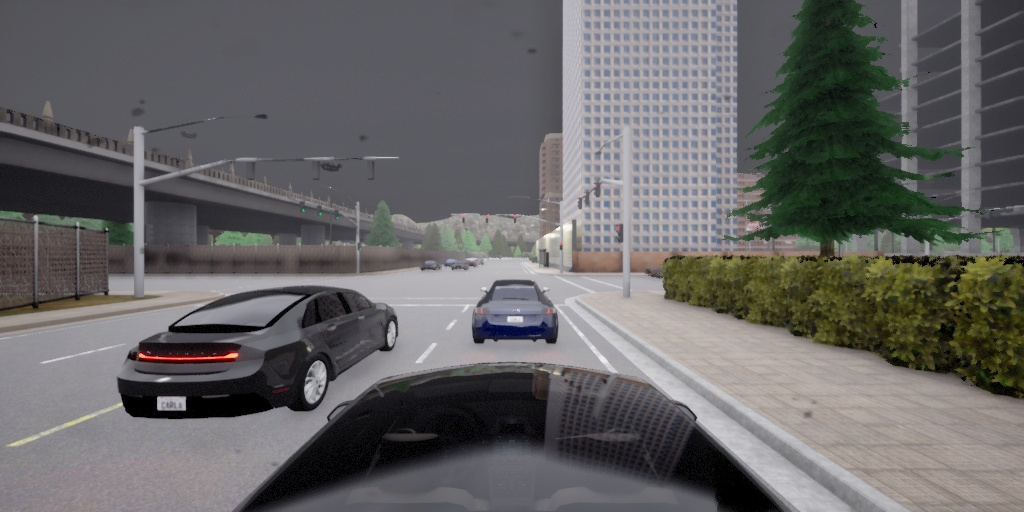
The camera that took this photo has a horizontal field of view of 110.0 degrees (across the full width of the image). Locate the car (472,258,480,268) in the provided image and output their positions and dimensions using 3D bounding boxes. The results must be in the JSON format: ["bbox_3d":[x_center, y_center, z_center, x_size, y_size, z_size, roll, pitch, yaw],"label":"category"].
[{"bbox_3d":[-7.069,1.330,61.566,1.895,1.301,4.718,0,0,0],"label":"car"}]

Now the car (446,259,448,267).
[{"bbox_3d":[-10.560,1.207,62.382,1.882,1.535,5.008,0,0,0],"label":"car"}]

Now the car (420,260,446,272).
[{"bbox_3d":[-10.592,1.282,47.155,2.033,1.411,5.357,0,0,0],"label":"car"}]

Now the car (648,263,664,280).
[{"bbox_3d":[13.869,1.360,29.405,4.181,1.385,1.994,0,0,0],"label":"car"}]

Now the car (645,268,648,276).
[{"bbox_3d":[14.650,1.147,32.906,4.553,1.767,2.097,0,0,0],"label":"car"}]

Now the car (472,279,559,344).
[{"bbox_3d":[0.079,1.311,9.611,1.994,1.385,4.181,0,0,0],"label":"car"}]

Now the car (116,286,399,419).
[{"bbox_3d":[-3.440,1.253,6.067,1.837,1.490,4.892,0,0,0],"label":"car"}]

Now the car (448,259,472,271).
[{"bbox_3d":[-7.085,1.297,49.232,1.994,1.385,4.181,0,0,0],"label":"car"}]
